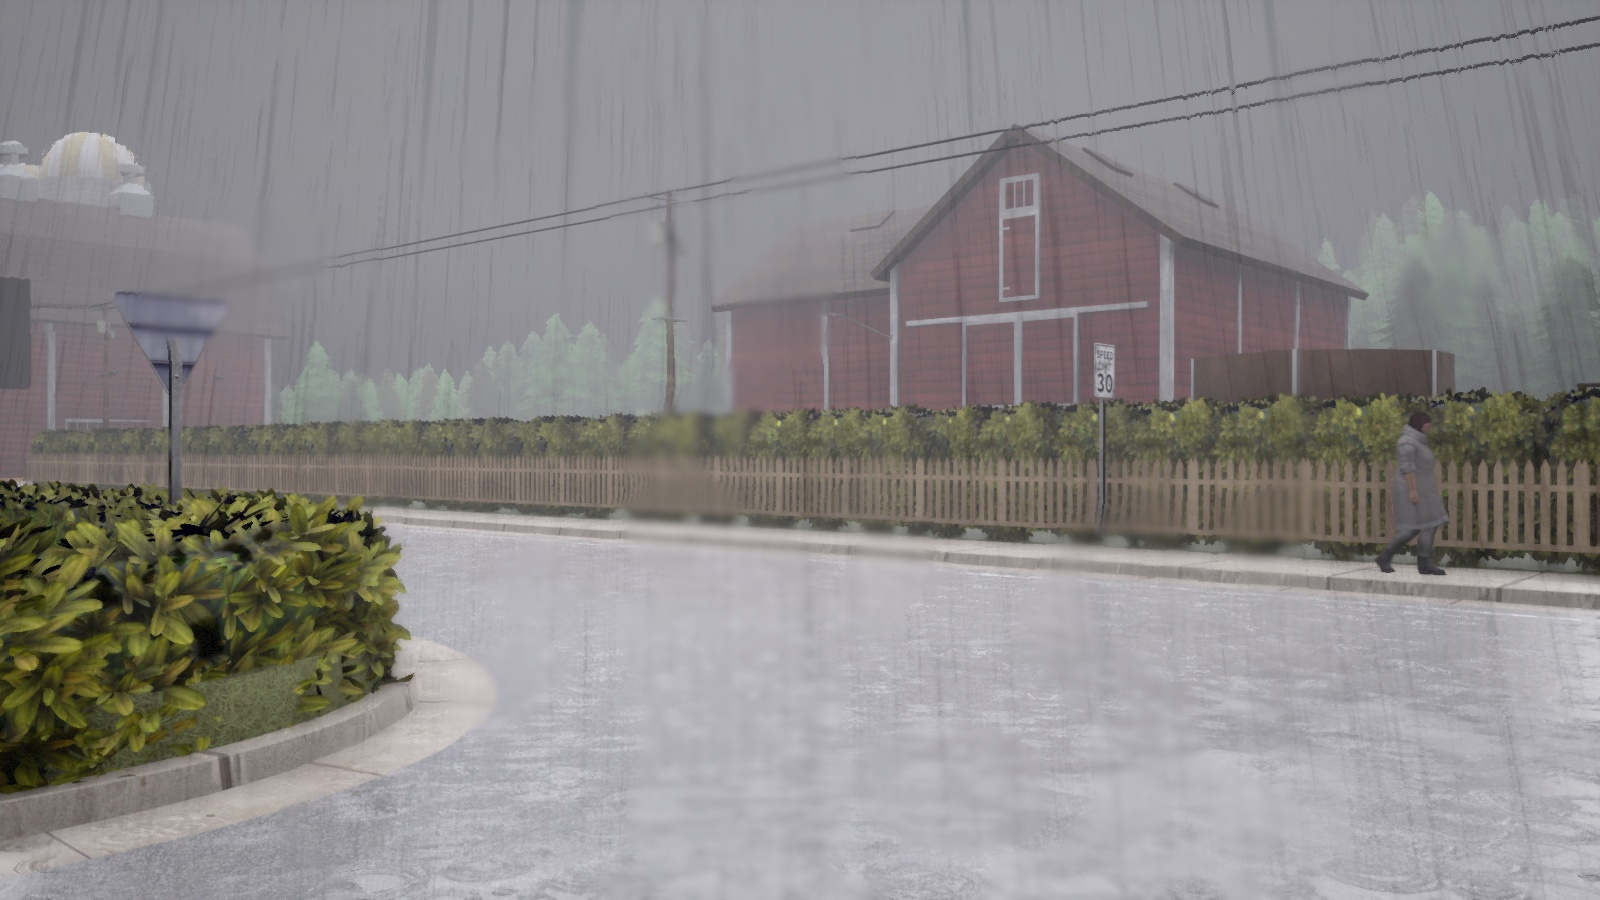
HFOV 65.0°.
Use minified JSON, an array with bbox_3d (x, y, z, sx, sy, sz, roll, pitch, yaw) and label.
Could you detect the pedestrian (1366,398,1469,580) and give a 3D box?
[{"bbox_3d":[6.894,0.420,14.021,0.873,1.952,0.659,0,0,43],"label":"pedestrian"}]
